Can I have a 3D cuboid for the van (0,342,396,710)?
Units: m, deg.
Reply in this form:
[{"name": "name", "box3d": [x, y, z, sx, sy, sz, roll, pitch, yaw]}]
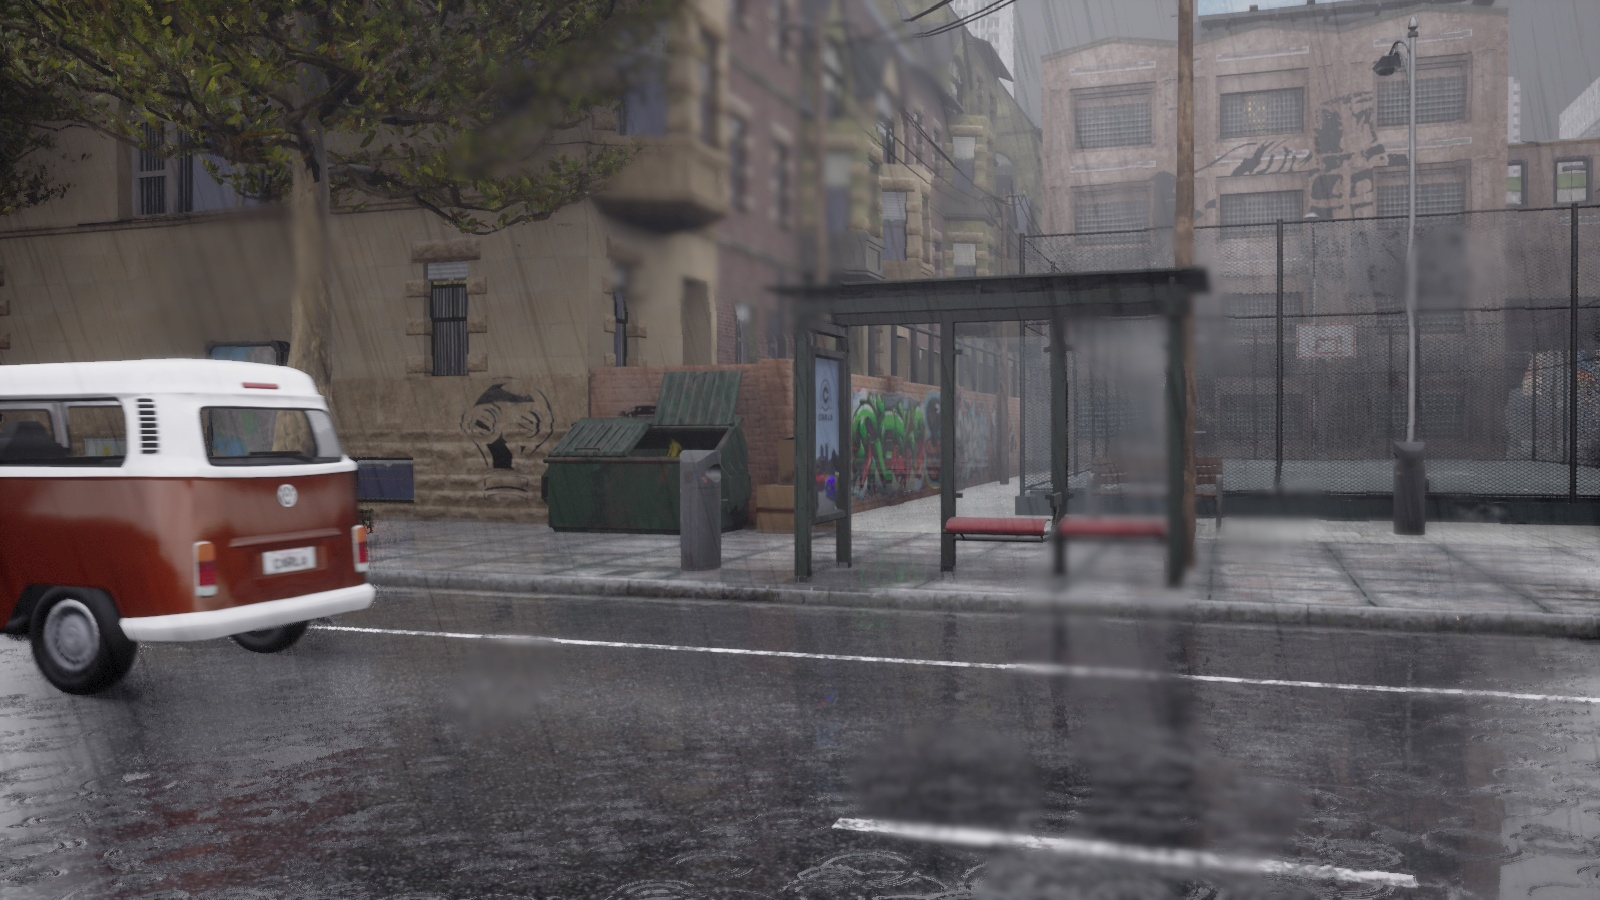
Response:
[{"name": "van", "box3d": [-5.322, 0.391, 8.701, 4.480, 2.038, 2.069, 1, 1, 20]}]
